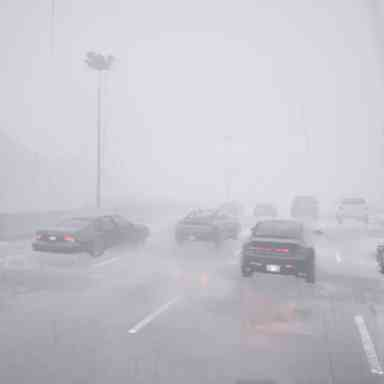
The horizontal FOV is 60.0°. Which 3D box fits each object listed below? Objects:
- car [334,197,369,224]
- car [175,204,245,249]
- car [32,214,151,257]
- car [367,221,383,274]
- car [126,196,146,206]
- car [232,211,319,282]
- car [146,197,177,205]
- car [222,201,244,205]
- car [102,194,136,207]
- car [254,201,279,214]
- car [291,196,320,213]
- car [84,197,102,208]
[{"bbox_3d":[12.981,1.398,27.248,2.150,2.045,5.566,0,0,21],"label":"car"},{"bbox_3d":[0.862,1.537,14.914,2.128,1.511,4.902,0,0,21],"label":"car"},{"bbox_3d":[-3.582,1.552,13.026,2.033,1.411,5.357,0,0,21],"label":"car"},{"bbox_3d":[5.582,1.611,7.572,2.033,1.411,5.357,0,0,21],"label":"car"},{"bbox_3d":[-6.439,1.616,45.531,2.033,1.411,5.357,0,0,21],"label":"car"},{"bbox_3d":[2.773,1.553,10.073,1.837,1.490,4.892,0,0,21],"label":"car"},{"bbox_3d":[-3.604,1.436,43.159,2.097,1.767,4.553,0,0,21],"label":"car"},{"bbox_3d":[3.967,1.611,33.116,2.128,1.511,4.902,0,0,21],"label":"car"},{"bbox_3d":[-9.704,1.269,46.783,2.150,2.045,5.566,0,0,21],"label":"car"},{"bbox_3d":[7.063,1.631,31.405,2.128,1.511,4.902,0,0,21],"label":"car"},{"bbox_3d":[9.891,1.378,28.978,2.150,2.045,5.566,0,0,21],"label":"car"},{"bbox_3d":[-13.242,1.526,47.346,1.837,1.490,4.892,0,-1,21],"label":"car"}]
